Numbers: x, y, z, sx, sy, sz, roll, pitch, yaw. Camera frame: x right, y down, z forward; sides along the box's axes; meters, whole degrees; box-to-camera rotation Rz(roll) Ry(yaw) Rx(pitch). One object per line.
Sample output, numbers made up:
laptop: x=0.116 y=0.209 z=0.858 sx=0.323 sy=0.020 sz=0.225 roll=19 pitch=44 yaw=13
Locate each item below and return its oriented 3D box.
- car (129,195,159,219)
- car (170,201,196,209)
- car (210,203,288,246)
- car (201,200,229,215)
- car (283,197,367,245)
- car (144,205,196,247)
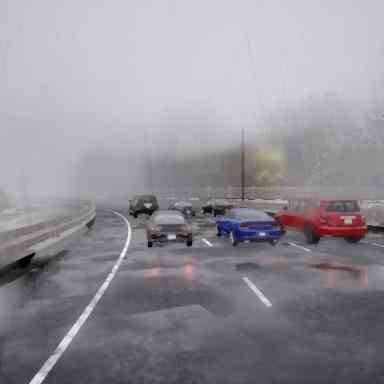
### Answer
car: x=-4.341 y=1.256 z=29.765 sx=2.150 sy=2.045 sz=5.566 roll=0 pitch=0 yaw=-16
car: x=-0.974 y=1.531 z=30.724 sx=1.812 sy=1.442 sz=4.674 roll=0 pitch=0 yaw=-16
car: x=2.376 y=1.483 z=15.347 sx=1.882 sy=1.535 sz=5.008 roll=0 pitch=0 yaw=-8
car: x=2.384 y=1.483 z=31.711 sx=1.882 sy=1.535 sz=5.008 roll=0 pitch=0 yaw=-16
car: x=5.836 y=1.256 z=15.876 sx=2.150 sy=2.045 sz=5.566 roll=0 pitch=0 yaw=-8
car: x=-1.088 y=1.531 z=14.848 sx=1.812 sy=1.442 sz=4.674 roll=0 pitch=0 yaw=-8
